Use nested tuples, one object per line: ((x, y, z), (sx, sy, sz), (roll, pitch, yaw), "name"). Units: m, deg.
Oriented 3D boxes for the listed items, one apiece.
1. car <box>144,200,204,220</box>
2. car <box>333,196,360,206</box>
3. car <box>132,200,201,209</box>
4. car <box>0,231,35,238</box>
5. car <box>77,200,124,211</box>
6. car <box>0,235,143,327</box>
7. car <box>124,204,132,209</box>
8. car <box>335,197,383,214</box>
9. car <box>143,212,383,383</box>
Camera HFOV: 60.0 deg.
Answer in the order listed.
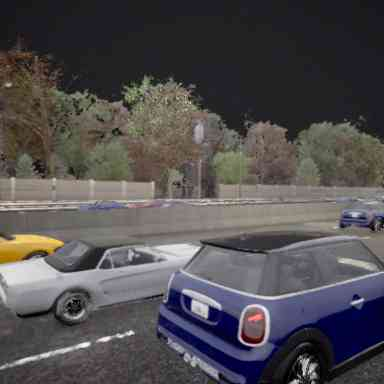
((-1.500, 1.497, 28.709), (5.008, 1.535, 1.882), (0, 0, -35), "car")
((26.657, 1.550, 57.285), (5.008, 1.535, 1.882), (0, 0, -35), "car")
((-1.531, 1.494, 24.389), (5.008, 1.535, 1.882), (0, 0, -35), "car")
((-5.755, 1.484, 8.237), (5.008, 1.535, 1.882), (0, 0, -36), "car")
((-8.656, 1.548, 32.190), (4.674, 1.442, 1.812), (0, 0, -36), "car")
((-1.372, 1.606, 7.062), (4.718, 1.301, 1.895), (0, 0, -36), "car")
((-3.524, 1.499, 31.564), (5.008, 1.535, 1.882), (0, 0, -35), "car")
((11.006, 1.365, 20.191), (4.553, 1.767, 2.097), (0, 0, -35), "car")
((1.819, 1.355, 5.043), (4.553, 1.767, 2.097), (0, 0, -35), "car")
